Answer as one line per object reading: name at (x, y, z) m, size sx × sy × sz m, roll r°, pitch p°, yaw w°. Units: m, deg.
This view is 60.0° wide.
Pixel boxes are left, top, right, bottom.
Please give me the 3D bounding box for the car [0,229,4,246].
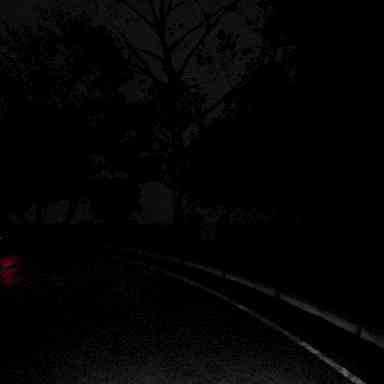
car at (-9.631, 1.728, 13.472) m, size 4.674 × 1.442 × 1.812 m, roll -1°, pitch -1°, yaw 27°
